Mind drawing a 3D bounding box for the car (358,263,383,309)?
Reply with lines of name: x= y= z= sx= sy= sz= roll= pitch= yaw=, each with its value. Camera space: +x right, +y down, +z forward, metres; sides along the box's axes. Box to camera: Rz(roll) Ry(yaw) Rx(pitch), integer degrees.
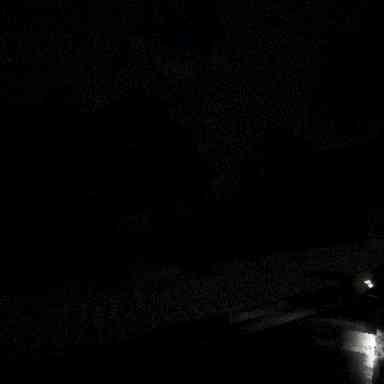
car: x=5.700 y=1.555 z=6.774 sx=5.357 sy=1.411 sz=2.033 roll=0 pitch=0 yaw=-32
